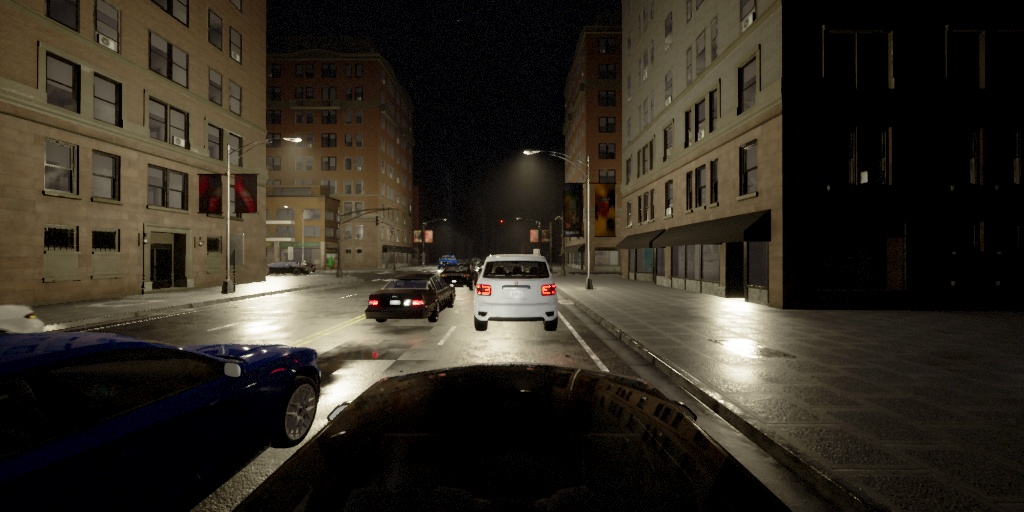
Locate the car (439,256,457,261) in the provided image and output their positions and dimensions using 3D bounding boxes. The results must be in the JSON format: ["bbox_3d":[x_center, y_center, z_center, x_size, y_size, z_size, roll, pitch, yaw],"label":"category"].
[{"bbox_3d":[-9.837,0.964,54.889,2.150,2.045,5.566,0,0,0],"label":"car"}]

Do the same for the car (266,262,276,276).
[{"bbox_3d":[-25.416,1.169,34.109,4.097,1.591,1.967,0,0,0],"label":"car"}]

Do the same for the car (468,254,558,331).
[{"bbox_3d":[0.100,0.971,11.090,2.150,2.045,5.566,0,0,0],"label":"car"}]

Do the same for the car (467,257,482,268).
[{"bbox_3d":[-6.568,1.093,63.111,2.097,1.767,4.553,0,0,0],"label":"car"}]

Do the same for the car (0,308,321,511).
[{"bbox_3d":[-3.152,1.228,2.196,1.882,1.535,5.008,0,0,0],"label":"car"}]

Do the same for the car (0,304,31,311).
[{"bbox_3d":[-9.851,1.275,4.866,1.812,1.442,4.674,0,0,0],"label":"car"}]

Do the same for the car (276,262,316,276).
[{"bbox_3d":[-23.141,1.288,36.638,5.357,1.411,2.033,0,0,0],"label":"car"}]

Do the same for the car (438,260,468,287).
[{"bbox_3d":[-3.150,1.227,22.012,1.882,1.535,5.008,0,0,0],"label":"car"}]

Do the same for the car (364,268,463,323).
[{"bbox_3d":[-3.153,1.297,12.159,2.033,1.411,5.357,0,0,0],"label":"car"}]
